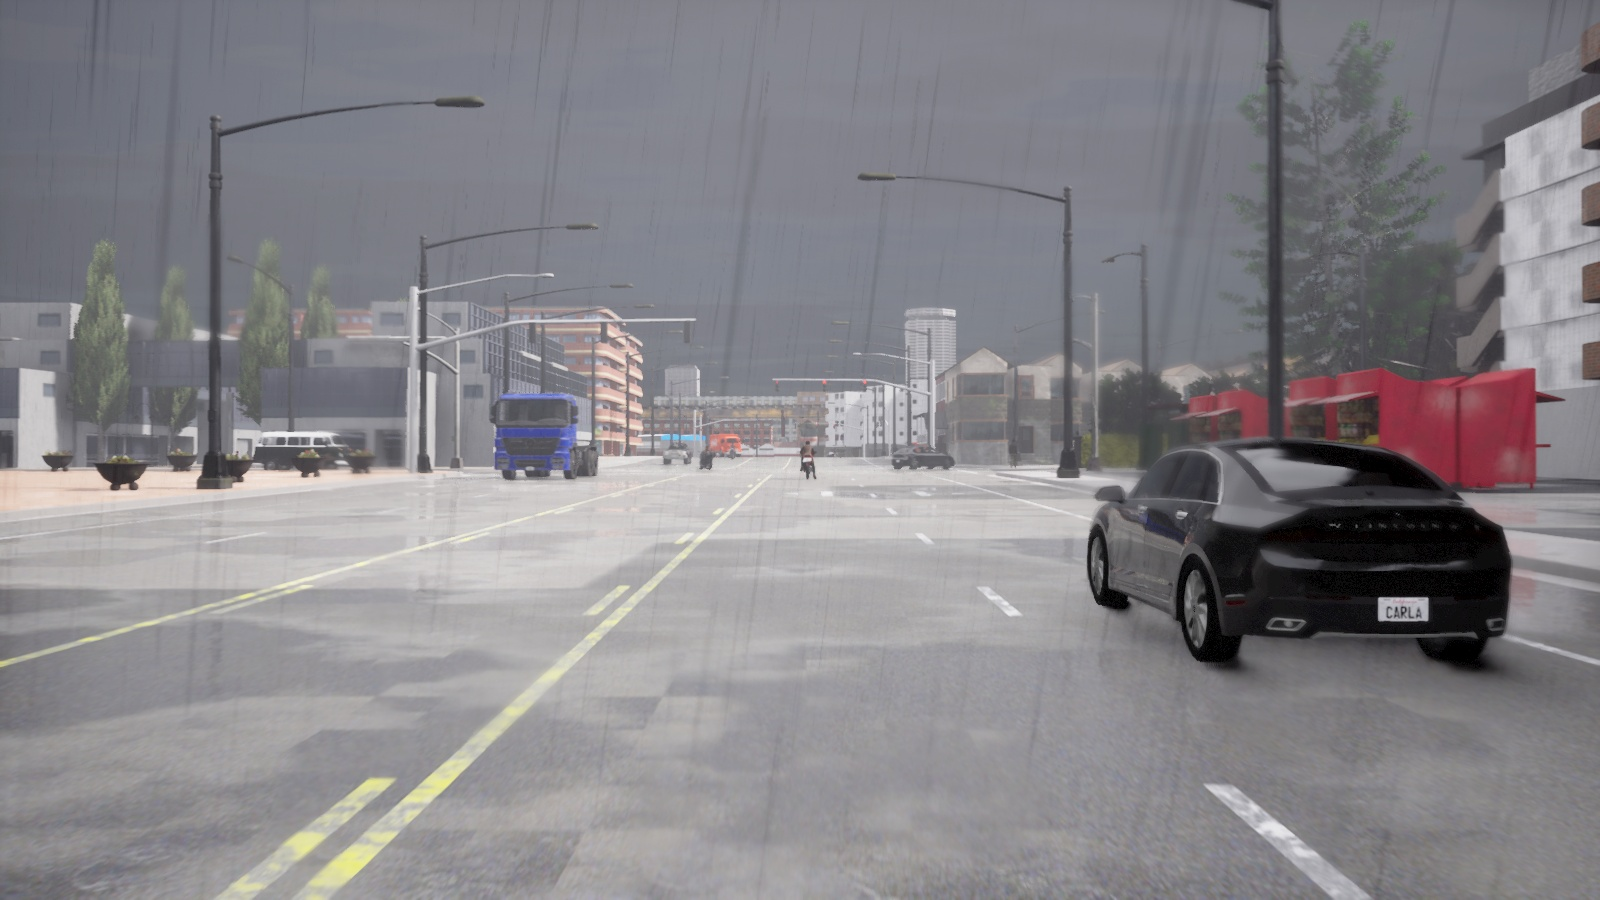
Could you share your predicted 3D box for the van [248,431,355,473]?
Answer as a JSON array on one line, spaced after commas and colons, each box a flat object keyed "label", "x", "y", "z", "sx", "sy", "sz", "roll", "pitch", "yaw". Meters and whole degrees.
[{"label": "van", "x": -24.580, "y": 0.086, "z": 62.027, "sx": 4.480, "sy": 2.038, "sz": 2.069, "roll": 0, "pitch": 0, "yaw": 1}]

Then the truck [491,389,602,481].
[{"label": "truck", "x": -10.186, "y": -0.596, "z": 51.332, "sx": 2.891, "sy": 3.462, "sz": 7.936, "roll": 0, "pitch": 0, "yaw": 0}]

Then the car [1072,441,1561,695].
[{"label": "car", "x": 3.572, "y": 0.680, "z": 9.843, "sx": 1.837, "sy": 1.490, "sz": 4.892, "roll": 0, "pitch": 0, "yaw": 0}]

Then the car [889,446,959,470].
[{"label": "car", "x": 7.749, "y": 0.502, "z": 78.128, "sx": 4.193, "sy": 1.474, "sz": 1.816, "roll": 0, "pitch": 0, "yaw": -36}]

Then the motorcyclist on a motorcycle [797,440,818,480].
[{"label": "motorcyclist on a motorcycle", "x": 0.301, "y": 0.382, "z": 49.250, "sx": 0.797, "sy": 1.523, "sz": 2.044, "roll": 0, "pitch": 0, "yaw": 0}]

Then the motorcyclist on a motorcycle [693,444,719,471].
[{"label": "motorcyclist on a motorcycle", "x": -5.644, "y": 0.452, "z": 75.362, "sx": 0.797, "sy": 1.523, "sz": 2.044, "roll": 4, "pitch": -2, "yaw": -24}]

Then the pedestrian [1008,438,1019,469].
[{"label": "pedestrian", "x": 12.811, "y": 0.233, "z": 75.355, "sx": 0.431, "sy": 1.840, "sz": 0.703, "roll": 0, "pitch": 0, "yaw": 31}]
